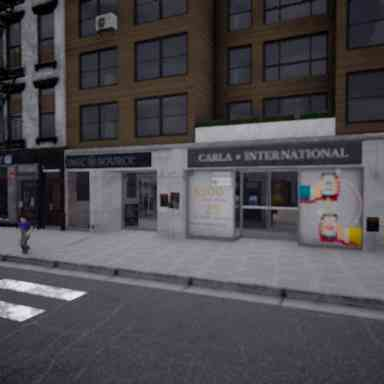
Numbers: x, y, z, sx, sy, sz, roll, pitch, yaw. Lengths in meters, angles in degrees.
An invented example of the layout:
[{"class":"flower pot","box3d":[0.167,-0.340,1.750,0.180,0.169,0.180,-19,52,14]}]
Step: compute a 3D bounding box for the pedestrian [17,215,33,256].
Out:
[{"class":"pedestrian","box3d":[-4.903,1.200,9.843,0.375,1.300,0.375,1,2,24]}]
